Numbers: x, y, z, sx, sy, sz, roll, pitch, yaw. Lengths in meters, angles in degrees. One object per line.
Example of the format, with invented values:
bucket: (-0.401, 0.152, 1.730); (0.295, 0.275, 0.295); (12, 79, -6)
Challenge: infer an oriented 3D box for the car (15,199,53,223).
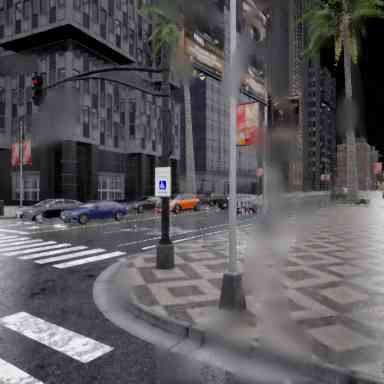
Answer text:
car: (-9.607, 1.215, 23.112); (2.128, 1.511, 4.902); (0, 1, 36)

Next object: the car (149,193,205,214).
car: (-1.214, 0.906, 29.310); (2.097, 1.767, 4.553); (0, 1, 35)

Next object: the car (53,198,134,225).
car: (-6.381, 1.238, 21.996); (1.812, 1.442, 4.674); (0, 1, 36)

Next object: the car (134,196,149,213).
car: (-4.242, 1.086, 30.659); (1.812, 1.442, 4.674); (0, 1, 35)

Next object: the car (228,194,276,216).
car: (5.107, 1.046, 26.648); (1.837, 1.490, 4.892); (0, 2, 35)

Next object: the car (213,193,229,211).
car: (4.349, 0.954, 31.200); (1.882, 1.535, 5.008); (0, 1, 35)

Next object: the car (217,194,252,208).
car: (4.952, 0.972, 38.004); (1.895, 1.301, 4.718); (0, 1, 35)

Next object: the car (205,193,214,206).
car: (2.455, 0.838, 40.098); (1.882, 1.535, 5.008); (0, 1, 36)

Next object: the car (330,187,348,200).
car: (23.628, 0.231, 52.801); (2.150, 2.045, 5.566); (0, 1, 36)
